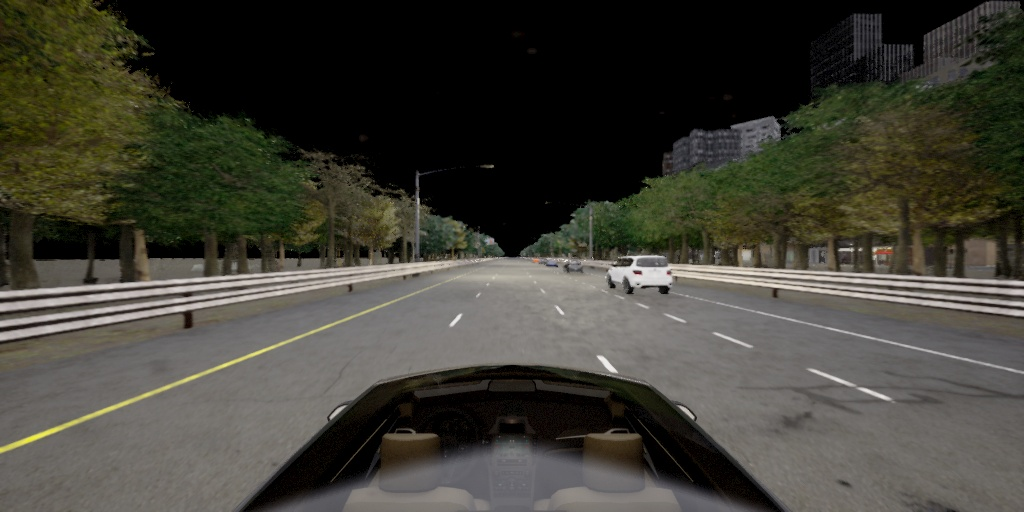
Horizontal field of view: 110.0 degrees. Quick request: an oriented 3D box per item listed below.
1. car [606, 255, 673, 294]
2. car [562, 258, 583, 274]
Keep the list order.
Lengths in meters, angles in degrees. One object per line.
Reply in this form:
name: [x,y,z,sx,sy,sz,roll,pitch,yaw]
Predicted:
car: [7.018,0.988,20.279,2.150,2.045,5.566,0,0,0]
car: [7.087,1.279,42.172,2.128,1.511,4.902,0,0,0]
